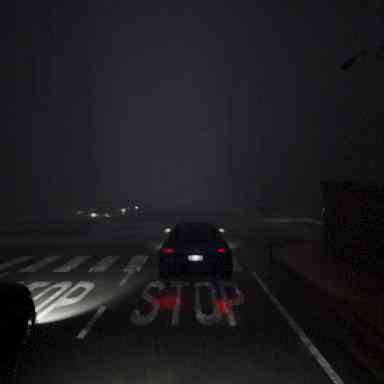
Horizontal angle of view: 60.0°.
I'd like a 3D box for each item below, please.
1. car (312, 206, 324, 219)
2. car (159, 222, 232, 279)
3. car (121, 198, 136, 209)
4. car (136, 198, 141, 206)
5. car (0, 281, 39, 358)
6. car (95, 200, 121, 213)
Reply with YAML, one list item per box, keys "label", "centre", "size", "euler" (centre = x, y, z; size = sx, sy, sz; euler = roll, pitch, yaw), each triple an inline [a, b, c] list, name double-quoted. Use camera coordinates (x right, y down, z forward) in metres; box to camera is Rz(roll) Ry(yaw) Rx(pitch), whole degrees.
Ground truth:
- label: "car"
  centre: [12.598, 1.464, 28.009]
  size: [4.553, 1.767, 2.097]
  euler: [0, 0, 0]
- label: "car"
  centre: [0.093, 1.627, 10.317]
  size: [1.994, 1.385, 4.181]
  euler: [0, 0, 0]
- label: "car"
  centre: [-10.580, 1.853, 51.184]
  size: [2.033, 1.411, 5.357]
  euler: [0, 0, 0]
- label: "car"
  centre: [-10.525, 1.871, 61.306]
  size: [1.837, 1.490, 4.892]
  euler: [0, 0, 1]
- label: "car"
  centre: [-3.408, 1.586, 3.550]
  size: [1.994, 1.385, 4.181]
  euler: [0, 0, 0]
- label: "car"
  centre: [-10.585, 1.725, 41.254]
  size: [1.882, 1.535, 5.008]
  euler: [0, 0, 0]
